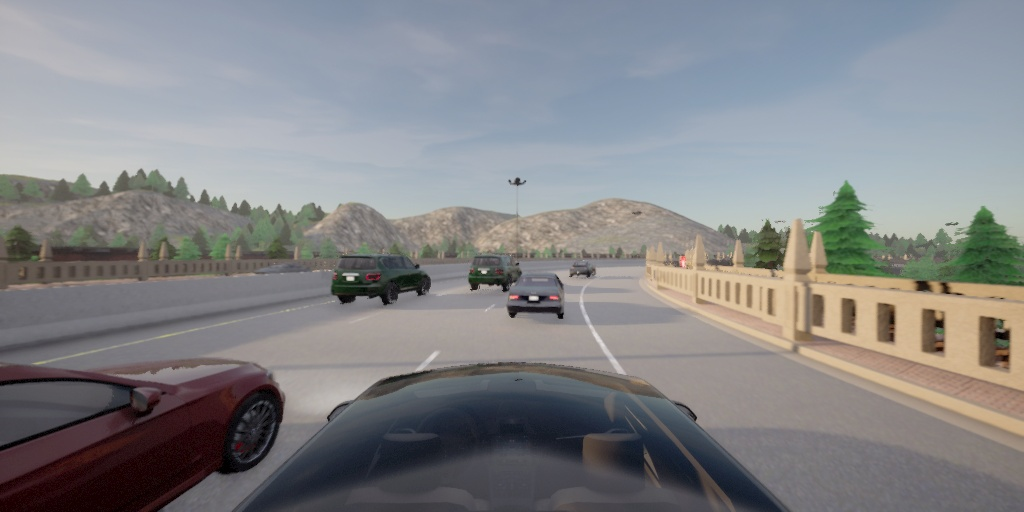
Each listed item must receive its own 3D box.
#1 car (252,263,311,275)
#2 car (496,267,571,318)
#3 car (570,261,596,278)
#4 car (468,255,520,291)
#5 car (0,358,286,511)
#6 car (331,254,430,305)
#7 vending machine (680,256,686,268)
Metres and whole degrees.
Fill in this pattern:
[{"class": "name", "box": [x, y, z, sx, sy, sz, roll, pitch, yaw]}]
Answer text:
[{"class": "car", "box": [-17.562, 1.213, 27.578, 1.994, 1.385, 4.181, 0, 0, 14]}, {"class": "car", "box": [0.999, 1.293, 13.063, 2.033, 1.411, 5.357, 0, 0, 8]}, {"class": "car", "box": [6.745, 1.245, 33.890, 2.128, 1.511, 4.902, 0, 0, 22]}, {"class": "car", "box": [-0.887, 0.951, 21.717, 2.150, 2.045, 5.566, 0, 0, 13]}, {"class": "car", "box": [-3.304, 1.261, 1.819, 1.812, 1.442, 4.674, 0, 0, 0]}, {"class": "car", "box": [-5.583, 0.934, 15.992, 2.150, 2.045, 5.566, 0, 0, 9]}, {"class": "vending machine", "box": [22.180, 1.006, 46.206, 1.100, 2.100, 0.880, 0, 0, 35]}]
